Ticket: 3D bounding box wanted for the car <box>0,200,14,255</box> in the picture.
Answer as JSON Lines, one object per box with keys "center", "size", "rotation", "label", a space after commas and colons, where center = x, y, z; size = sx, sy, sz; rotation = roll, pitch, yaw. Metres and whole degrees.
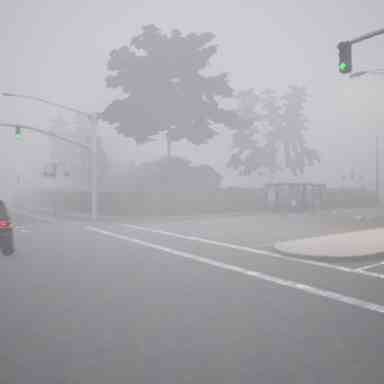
{"center": [-8.249, 1.239, 12.660], "size": [2.150, 2.045, 5.566], "rotation": [0, 0, -35], "label": "car"}
